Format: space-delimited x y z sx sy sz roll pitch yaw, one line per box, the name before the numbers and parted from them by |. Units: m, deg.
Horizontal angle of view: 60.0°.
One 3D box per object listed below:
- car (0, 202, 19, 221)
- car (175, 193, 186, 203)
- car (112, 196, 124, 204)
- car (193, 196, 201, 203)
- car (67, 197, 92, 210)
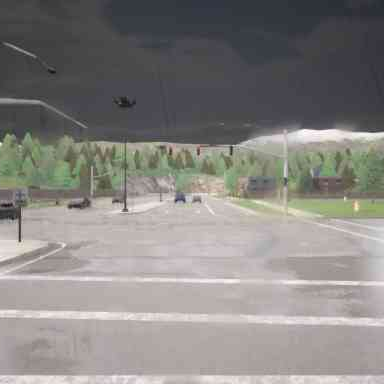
car | -14.821 1.505 24.805 1.837 1.490 4.892 0 0 1
car | -2.469 1.223 70.442 2.150 2.045 5.566 0 0 1
car | -14.128 1.547 64.597 2.033 1.411 5.357 0 0 1
car | 1.043 1.546 69.931 2.033 1.411 5.357 0 0 1
car | -14.540 1.477 43.233 1.882 1.535 5.008 0 0 1
